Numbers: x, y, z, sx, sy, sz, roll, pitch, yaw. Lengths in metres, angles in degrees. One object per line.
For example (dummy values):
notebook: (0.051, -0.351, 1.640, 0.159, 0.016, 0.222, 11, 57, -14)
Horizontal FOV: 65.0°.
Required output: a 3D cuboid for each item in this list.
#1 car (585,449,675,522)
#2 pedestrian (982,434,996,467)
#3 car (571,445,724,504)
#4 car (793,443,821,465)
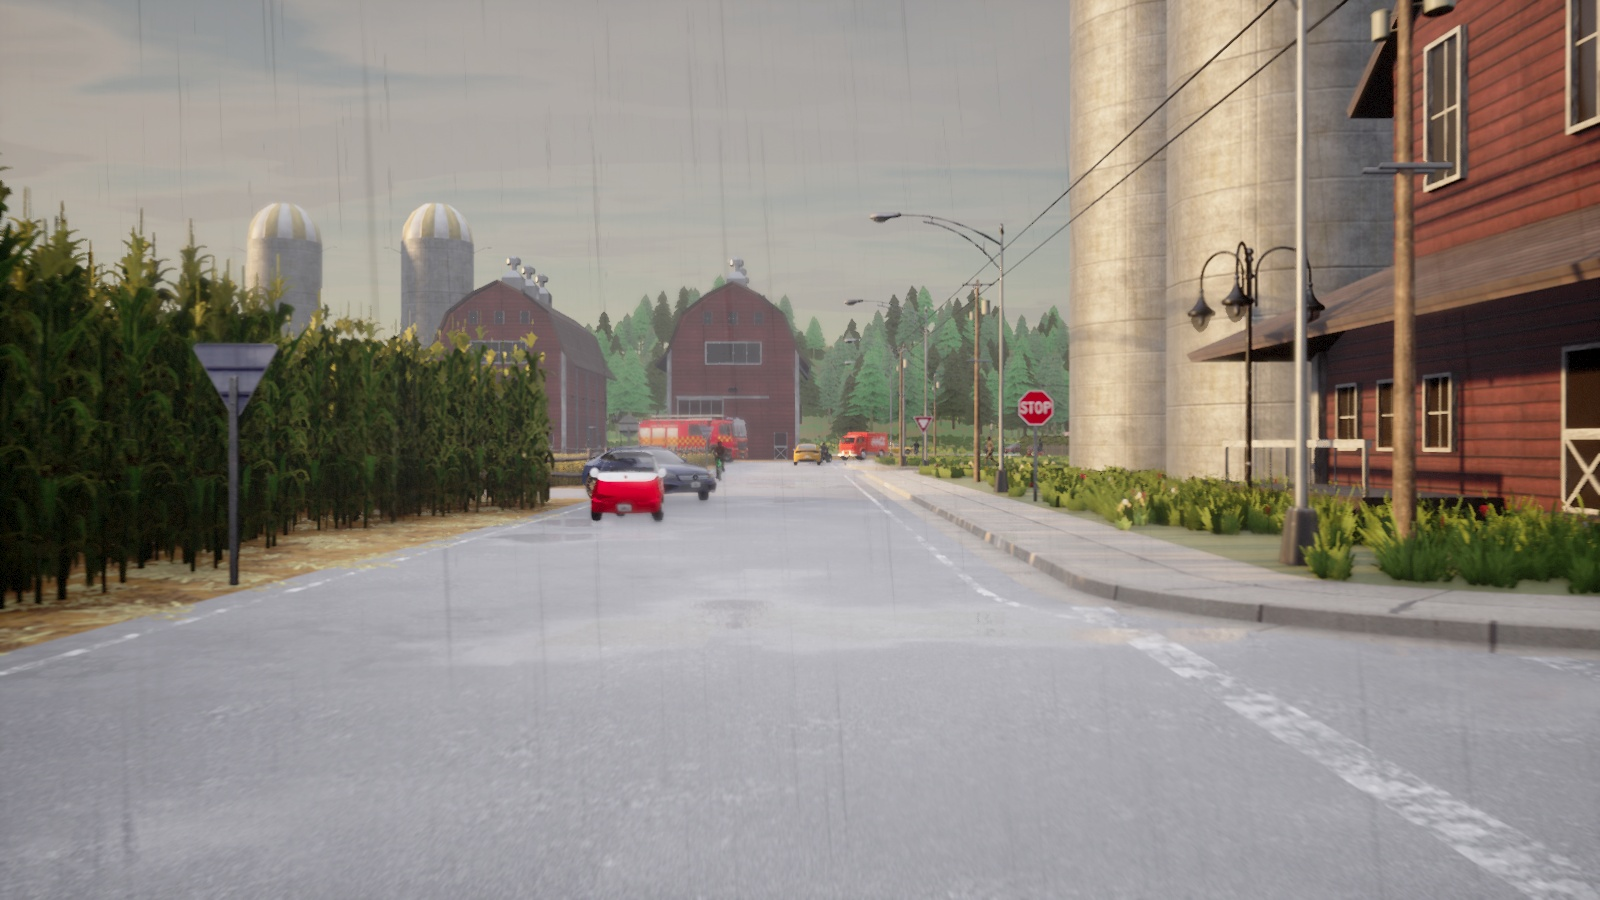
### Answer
car: (-3.341, 0.670, 24.934, 1.481, 1.376, 2.207, 0, 0, 0)
pedestrian: (11.057, 0.052, 73.409, 0.692, 1.930, 0.396, 0, 0, -8)
car: (-4.160, 0.596, 33.704, 1.812, 1.442, 4.674, 0, 1, -40)
car: (0.510, 0.278, 88.854, 1.882, 1.535, 5.008, 0, 0, 0)
